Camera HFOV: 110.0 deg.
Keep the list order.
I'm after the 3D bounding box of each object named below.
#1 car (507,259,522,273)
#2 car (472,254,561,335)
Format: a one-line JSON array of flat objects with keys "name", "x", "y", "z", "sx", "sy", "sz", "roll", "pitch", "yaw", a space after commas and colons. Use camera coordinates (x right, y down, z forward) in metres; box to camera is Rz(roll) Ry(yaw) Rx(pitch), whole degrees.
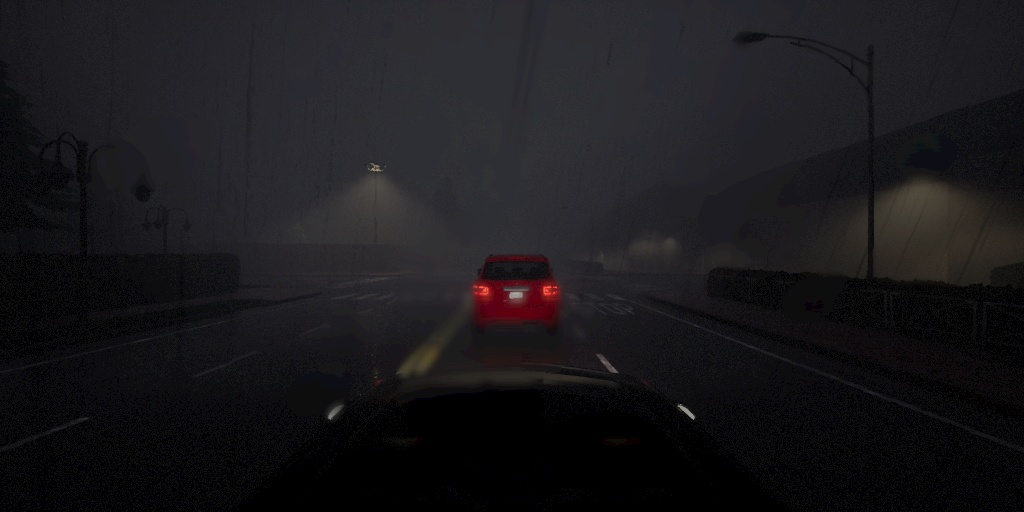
[{"name": "car", "x": 0.325, "y": 1.227, "z": 45.534, "sx": 1.882, "sy": 1.535, "sz": 5.008, "roll": 0, "pitch": 0, "yaw": 1}, {"name": "car", "x": 0.115, "y": 0.971, "z": 10.677, "sx": 2.150, "sy": 2.045, "sz": 5.566, "roll": 0, "pitch": 0, "yaw": 0}]
